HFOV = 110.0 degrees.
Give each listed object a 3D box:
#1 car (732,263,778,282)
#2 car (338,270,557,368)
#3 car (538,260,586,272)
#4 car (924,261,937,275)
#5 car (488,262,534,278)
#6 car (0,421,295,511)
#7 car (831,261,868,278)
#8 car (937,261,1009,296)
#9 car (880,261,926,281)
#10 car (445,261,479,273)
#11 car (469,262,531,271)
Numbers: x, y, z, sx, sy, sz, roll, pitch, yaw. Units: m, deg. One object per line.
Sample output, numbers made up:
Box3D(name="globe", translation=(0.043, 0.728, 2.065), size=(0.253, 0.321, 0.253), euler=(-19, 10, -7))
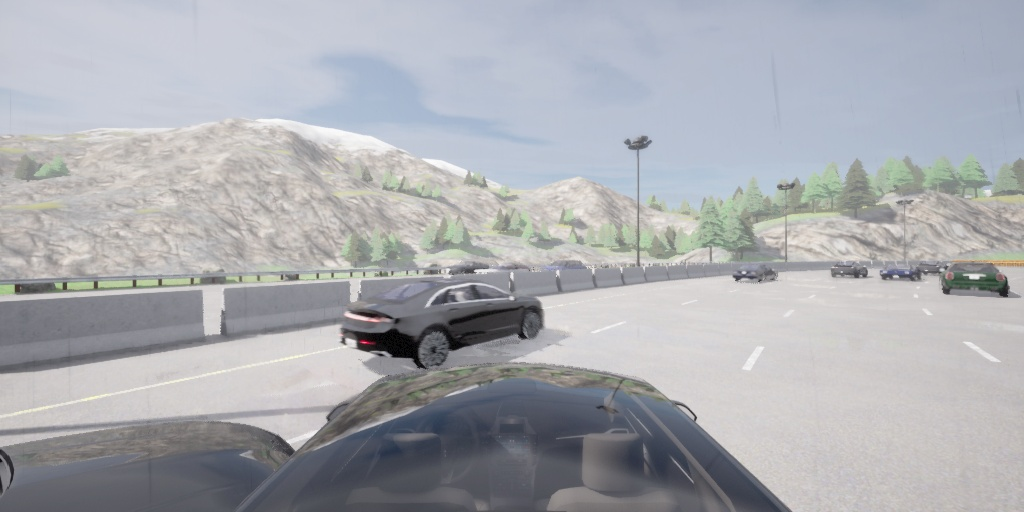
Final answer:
Box3D(name="car", translation=(19.471, 1.297, 28.684), size=(5.357, 1.411, 2.033), euler=(0, 0, -40))
Box3D(name="car", translation=(-1.165, 1.242, 7.885), size=(2.128, 1.511, 4.902), euler=(0, 0, 39))
Box3D(name="car", translation=(4.101, 1.102, 29.203), size=(4.553, 1.767, 2.097), euler=(0, 0, -43))
Box3D(name="car", translation=(43.313, 1.242, 36.865), size=(4.902, 1.511, 2.128), euler=(0, 0, -31))
Box3D(name="car", translation=(-0.052, 1.314, 34.913), size=(4.181, 1.385, 1.994), euler=(0, 0, -43))
Box3D(name="car", translation=(-2.983, 1.255, 0.534), size=(4.892, 1.490, 1.837), euler=(0, 0, -45))
Box3D(name="car", translation=(31.375, 1.242, 33.342), size=(4.902, 1.511, 2.128), euler=(0, 0, -35))
Box3D(name="car", translation=(24.875, 1.101, 19.445), size=(4.553, 1.767, 2.097), euler=(0, 0, -41))
Box3D(name="car", translation=(32.308, 1.351, 29.733), size=(4.718, 1.301, 1.895), euler=(0, 0, -35))
Box3D(name="car", translation=(-4.344, 1.241, 35.654), size=(4.902, 1.511, 2.128), euler=(0, 0, -44))
Box3D(name="car", translation=(-0.881, 1.351, 29.275), size=(4.718, 1.301, 1.895), euler=(0, 0, -45))
